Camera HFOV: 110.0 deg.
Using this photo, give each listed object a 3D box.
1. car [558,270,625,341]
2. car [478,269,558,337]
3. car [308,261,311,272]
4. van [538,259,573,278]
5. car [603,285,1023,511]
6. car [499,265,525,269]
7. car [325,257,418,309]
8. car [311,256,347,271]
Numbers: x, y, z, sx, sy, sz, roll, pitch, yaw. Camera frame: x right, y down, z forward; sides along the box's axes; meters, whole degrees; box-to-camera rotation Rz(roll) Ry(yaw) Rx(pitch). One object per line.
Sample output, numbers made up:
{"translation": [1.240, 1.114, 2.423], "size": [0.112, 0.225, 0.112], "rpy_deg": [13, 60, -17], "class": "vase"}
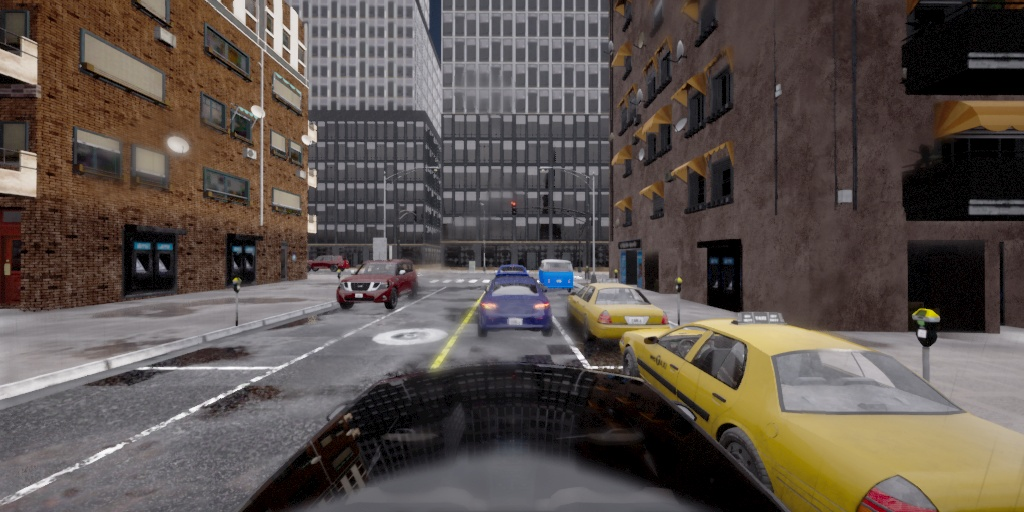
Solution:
{"translation": [2.532, 1.277, 9.645], "size": [1.751, 1.417, 4.829], "rpy_deg": [0, 0, 0], "class": "car"}
{"translation": [0.061, 1.277, 10.163], "size": [1.812, 1.442, 4.674], "rpy_deg": [0, 0, -1], "class": "car"}
{"translation": [-21.007, 1.083, 32.442], "size": [4.207, 1.307, 1.802], "rpy_deg": [0, 0, -1], "class": "car"}
{"translation": [2.468, 1.095, 20.755], "size": [1.690, 1.789, 3.998], "rpy_deg": [0, 0, 0], "class": "van"}
{"translation": [2.565, 1.275, 4.005], "size": [1.751, 1.417, 4.829], "rpy_deg": [0, 0, 0], "class": "car"}
{"translation": [0.007, 1.232, 20.424], "size": [1.882, 1.535, 5.008], "rpy_deg": [0, 0, 0], "class": "car"}
{"translation": [-5.379, 1.067, 15.070], "size": [2.192, 1.841, 5.009], "rpy_deg": [0, 0, 0], "class": "car"}
{"translation": [-21.095, 0.862, 40.581], "size": [5.009, 1.841, 2.192], "rpy_deg": [0, 0, -1], "class": "car"}
